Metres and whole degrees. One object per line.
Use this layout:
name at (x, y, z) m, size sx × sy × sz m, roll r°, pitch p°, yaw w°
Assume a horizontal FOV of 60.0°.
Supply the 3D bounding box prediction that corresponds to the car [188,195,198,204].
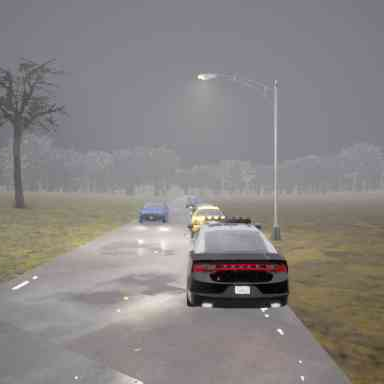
car at (0.132, 1.374, 63.149) m, size 1.812 × 1.442 × 4.674 m, roll 0°, pitch 0°, yaw 0°

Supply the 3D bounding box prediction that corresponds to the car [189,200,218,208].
car at (0.863, 1.439, 18.181) m, size 1.801 × 1.575 × 5.366 m, roll 0°, pitch 0°, yaw 0°

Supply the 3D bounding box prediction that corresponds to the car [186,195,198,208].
car at (0.131, 1.467, 45.829) m, size 2.033 × 1.411 × 5.357 m, roll 0°, pitch 0°, yaw 1°

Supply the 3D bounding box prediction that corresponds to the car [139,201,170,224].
car at (-2.698, 1.452, 24.628) m, size 1.882 × 1.535 × 5.008 m, roll 0°, pitch 0°, yaw 0°

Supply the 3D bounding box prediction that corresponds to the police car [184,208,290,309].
police car at (0.842, 1.420, 8.101) m, size 1.930 × 1.638 × 5.238 m, roll 0°, pitch 0°, yaw 0°

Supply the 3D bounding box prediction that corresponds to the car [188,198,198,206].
car at (0.875, 1.453, 23.993) m, size 1.882 × 1.535 × 5.008 m, roll 0°, pitch 0°, yaw 0°
